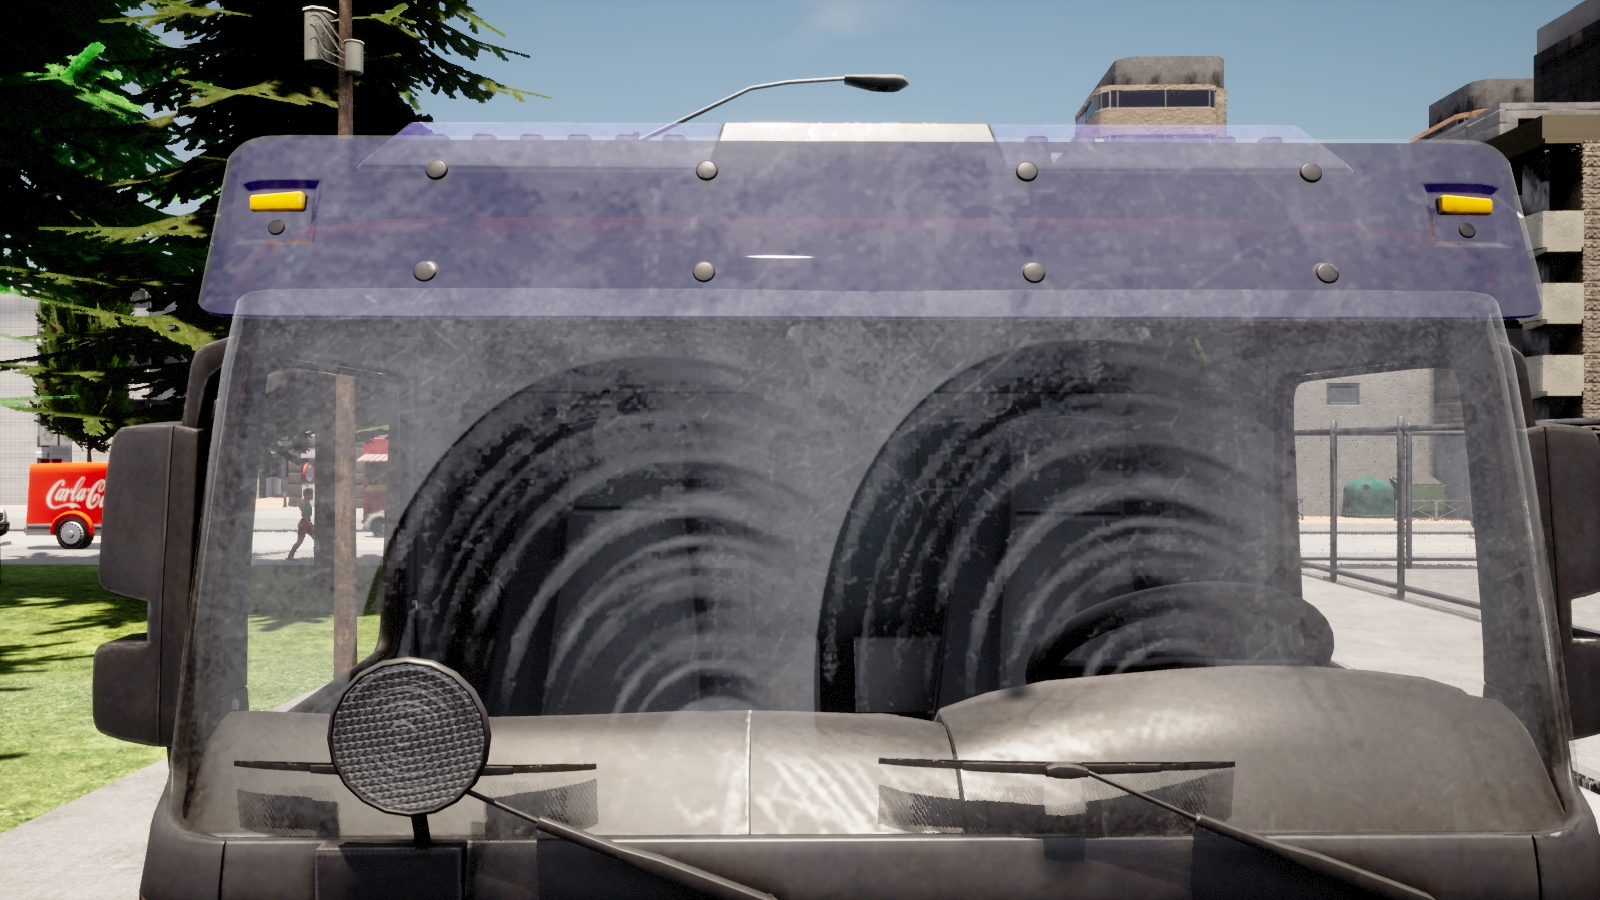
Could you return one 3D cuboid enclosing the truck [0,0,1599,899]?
[{"bbox_3d":[0.092,0.670,5.580,2.891,3.827,8.468,0,0,-1],"label":"truck"}]

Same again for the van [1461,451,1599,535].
[{"bbox_3d":[24.242,1.314,35.747,5.915,2.561,1.988,0,0,1],"label":"van"}]

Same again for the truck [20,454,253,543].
[{"bbox_3d":[-19.012,1.348,32.943,5.204,2.467,2.627,0,0,1],"label":"truck"}]

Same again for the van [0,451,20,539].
[{"bbox_3d":[-26.239,1.314,33.169,5.915,2.561,1.988,0,0,2],"label":"van"}]

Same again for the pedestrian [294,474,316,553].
[{"bbox_3d":[-11.905,1.523,27.490,0.375,1.860,0.375,0,0,0],"label":"pedestrian"}]
